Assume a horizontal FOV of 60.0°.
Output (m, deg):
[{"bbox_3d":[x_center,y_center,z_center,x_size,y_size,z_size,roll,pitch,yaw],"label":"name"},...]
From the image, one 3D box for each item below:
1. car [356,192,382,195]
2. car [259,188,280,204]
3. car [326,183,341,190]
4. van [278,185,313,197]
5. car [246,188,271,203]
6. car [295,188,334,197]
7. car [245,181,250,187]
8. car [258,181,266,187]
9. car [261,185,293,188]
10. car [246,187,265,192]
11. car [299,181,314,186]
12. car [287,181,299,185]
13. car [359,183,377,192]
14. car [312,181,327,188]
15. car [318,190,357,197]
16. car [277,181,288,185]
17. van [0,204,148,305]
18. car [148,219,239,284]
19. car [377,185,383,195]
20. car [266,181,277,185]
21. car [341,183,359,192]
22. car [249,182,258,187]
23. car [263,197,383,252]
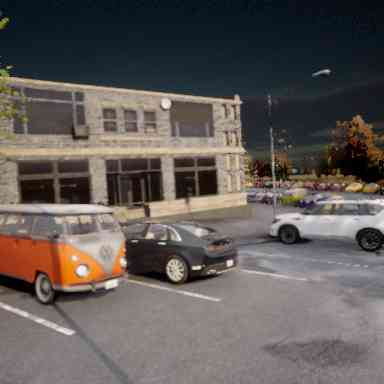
[{"bbox_3d":[17.273,1.301,33.772,2.163,1.488,4.792,1,6,40],"label":"car"},{"bbox_3d":[11.513,0.791,44.334,2.231,1.521,4.892,0,6,41],"label":"car"},{"bbox_3d":[25.343,-0.805,57.101,2.002,1.452,4.674,1,5,42],"label":"car"},{"bbox_3d":[13.037,0.671,41.766,1.878,1.987,4.442,0,6,41],"label":"van"},{"bbox_3d":[10.084,0.709,46.992,2.002,1.452,4.674,1,6,41],"label":"car"},{"bbox_3d":[14.424,0.902,39.029,2.185,1.767,4.553,0,6,40],"label":"car"},{"bbox_3d":[13.333,-1.980,80.867,2.097,1.535,5.008,1,5,45],"label":"car"},{"bbox_3d":[17.185,-1.558,72.849,2.163,1.488,4.792,2,6,44],"label":"car"},{"bbox_3d":[13.322,0.210,50.994,2.128,1.511,4.902,-5,5,-28],"label":"car"},{"bbox_3d":[8.649,0.589,49.651,2.002,1.452,4.674,0,6,42],"label":"car"},{"bbox_3d":[22.539,-1.211,62.295,2.185,1.767,4.553,1,5,43],"label":"car"},{"bbox_3d":[21.326,-1.228,65.087,1.946,1.575,5.366,1,5,43],"label":"car"},{"bbox_3d":[28.303,-0.625,52.045,1.946,1.575,5.366,1,5,41],"label":"car"},{"bbox_3d":[23.945,-0.925,59.709,2.002,1.452,4.674,1,5,42],"label":"car"},{"bbox_3d":[16.063,1.117,36.578,1.946,1.575,5.366,0,6,40],"label":"car"},{"bbox_3d":[19.873,-1.463,67.594,2.185,1.767,4.553,2,6,43],"label":"car"},{"bbox_3d":[-3.405,1.277,7.930,4.442,1.987,1.878,-1,-1,35],"label":"van"},{"bbox_3d":[-1.019,1.536,9.709,4.892,1.521,2.231,-1,-1,35],"label":"car"},{"bbox_3d":[29.594,-0.614,49.289,2.185,1.767,4.553,1,5,41],"label":"car"},{"bbox_3d":[18.513,-1.462,70.222,2.097,1.535,5.008,1,5,44],"label":"car"},{"bbox_3d":[26.637,-0.715,54.357,1.946,1.575,5.366,2,5,42],"label":"car"},{"bbox_3d":[15.922,-1.692,75.561,2.163,1.488,4.792,1,5,44],"label":"car"},{"bbox_3d":[6.394,1.376,14.909,5.566,2.045,2.435,-1,-1,35],"label":"car"}]
